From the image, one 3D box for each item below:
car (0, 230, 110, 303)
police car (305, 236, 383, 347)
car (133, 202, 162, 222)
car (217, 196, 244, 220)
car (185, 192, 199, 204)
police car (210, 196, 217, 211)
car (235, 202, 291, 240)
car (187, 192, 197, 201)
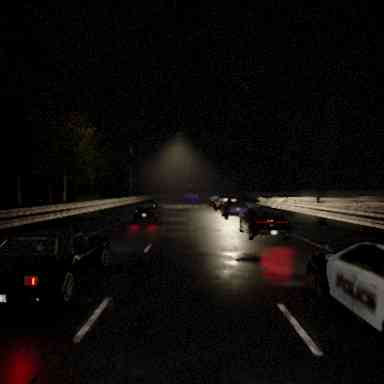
[{"bbox_3d":[-3.402,1.588,8.088,1.895,1.301,4.718,0,0,0],"label":"car"},{"bbox_3d":[3.500,1.497,5.618,2.038,1.542,4.974,0,0,0],"label":"police car"},{"bbox_3d":[-3.404,1.468,25.904,1.812,1.442,4.674,0,0,0],"label":"car"},{"bbox_3d":[3.499,1.368,27.616,2.033,1.649,4.856,0,0,0],"label":"car"},{"bbox_3d":[-0.001,1.057,59.008,2.150,2.045,5.566,0,0,0],"label":"car"},{"bbox_3d":[3.499,1.401,38.616,2.038,1.542,4.974,0,0,0],"label":"police car"},{"bbox_3d":[3.499,1.473,16.617,1.837,1.490,4.892,0,0,0],"label":"car"},{"bbox_3d":[-0.001,0.991,75.232,2.097,1.767,4.553,0,0,0],"label":"car"}]
